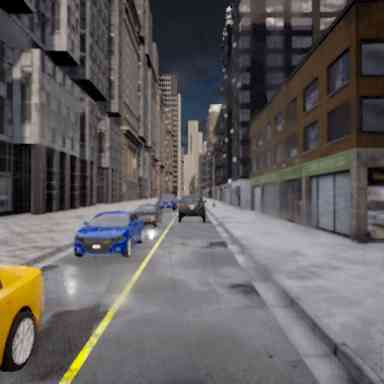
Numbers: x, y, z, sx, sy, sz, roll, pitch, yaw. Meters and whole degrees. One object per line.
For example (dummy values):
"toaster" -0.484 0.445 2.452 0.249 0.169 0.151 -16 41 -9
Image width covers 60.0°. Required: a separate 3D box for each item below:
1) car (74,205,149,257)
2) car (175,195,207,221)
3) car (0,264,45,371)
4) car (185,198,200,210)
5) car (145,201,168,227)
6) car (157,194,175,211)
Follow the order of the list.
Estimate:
"car" -3.089 1.497 13.237 1.882 1.535 5.008 0 0 0
"car" 0.028 1.256 27.362 2.150 2.045 5.566 0 0 1
"car" -3.094 1.483 2.848 1.882 1.535 5.008 0 0 0
"car" 0.076 1.571 44.322 1.812 1.442 4.674 0 0 0
"car" -3.053 1.576 23.027 2.033 1.411 5.357 0 0 0
"car" -3.006 1.267 40.804 2.150 2.045 5.566 0 0 0
